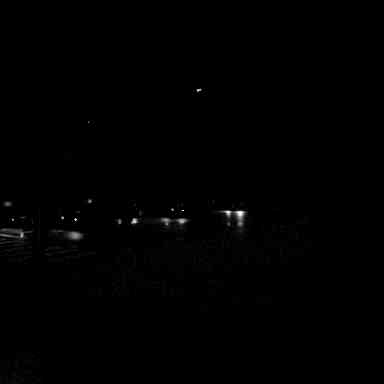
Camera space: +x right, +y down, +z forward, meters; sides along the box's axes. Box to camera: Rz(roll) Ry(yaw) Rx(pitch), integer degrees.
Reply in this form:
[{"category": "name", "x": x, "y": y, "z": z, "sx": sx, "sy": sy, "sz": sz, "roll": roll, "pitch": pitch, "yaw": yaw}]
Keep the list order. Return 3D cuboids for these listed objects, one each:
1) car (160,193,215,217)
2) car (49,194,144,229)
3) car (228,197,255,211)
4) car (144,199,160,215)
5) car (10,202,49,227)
[{"category": "car", "x": -0.047, "y": 1.117, "z": 30.347, "sx": 2.150, "sy": 2.045, "sz": 5.566, "roll": 0, "pitch": 0, "yaw": 35}, {"category": "car", "x": -6.044, "y": 1.160, "z": 21.894, "sx": 2.150, "sy": 2.045, "sz": 5.566, "roll": 0, "pitch": 0, "yaw": 35}, {"category": "car", "x": 6.012, "y": 1.355, "z": 38.875, "sx": 1.837, "sy": 1.490, "sz": 4.892, "roll": 0, "pitch": 0, "yaw": 36}, {"category": "car", "x": -4.169, "y": 1.390, "z": 30.157, "sx": 1.882, "sy": 1.535, "sz": 5.008, "roll": 0, "pitch": 0, "yaw": 35}, {"category": "car", "x": -9.630, "y": 1.457, "z": 22.460, "sx": 1.837, "sy": 1.490, "sz": 4.892, "roll": 0, "pitch": 0, "yaw": 35}]
